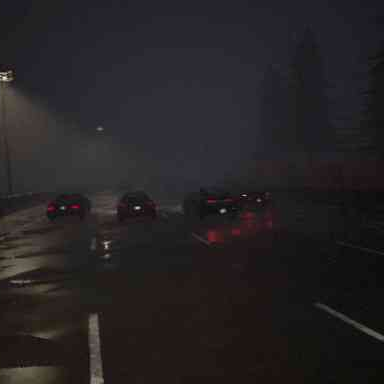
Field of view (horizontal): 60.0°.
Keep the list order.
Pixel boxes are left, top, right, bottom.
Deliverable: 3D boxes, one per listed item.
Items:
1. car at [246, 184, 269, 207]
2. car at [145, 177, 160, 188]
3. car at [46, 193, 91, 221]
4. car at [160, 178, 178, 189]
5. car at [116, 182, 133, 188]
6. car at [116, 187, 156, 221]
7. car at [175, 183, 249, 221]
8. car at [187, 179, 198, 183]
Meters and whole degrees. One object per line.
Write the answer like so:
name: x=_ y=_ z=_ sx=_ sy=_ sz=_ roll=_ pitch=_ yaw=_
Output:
car: x=3.336 y=0.185 z=21.377 sx=1.812 sy=1.442 sz=4.674 roll=-4 pitch=3 yaw=-12
car: x=-7.042 y=-1.745 z=60.017 sx=2.150 sy=2.045 sz=5.566 roll=-3 pitch=3 yaw=5
car: x=-7.211 y=0.773 z=19.808 sx=2.033 sy=1.411 sz=5.357 roll=-3 pitch=3 yaw=-11
car: x=-3.469 y=-1.513 z=55.140 sx=2.097 sy=1.767 sz=4.553 roll=-2 pitch=3 yaw=2
car: x=-10.472 y=-0.880 z=51.682 sx=1.882 sy=1.535 sz=5.008 roll=-3 pitch=3 yaw=0
car: x=-3.172 y=0.679 z=18.461 sx=1.994 sy=1.385 sz=4.181 roll=-3 pitch=3 yaw=-13
car: x=0.768 y=0.507 z=16.977 sx=2.128 sy=1.511 sz=4.902 roll=-4 pitch=3 yaw=-14
car: x=0.075 y=-1.484 z=55.546 sx=1.994 sy=1.385 sz=4.181 roll=-3 pitch=3 yaw=2
